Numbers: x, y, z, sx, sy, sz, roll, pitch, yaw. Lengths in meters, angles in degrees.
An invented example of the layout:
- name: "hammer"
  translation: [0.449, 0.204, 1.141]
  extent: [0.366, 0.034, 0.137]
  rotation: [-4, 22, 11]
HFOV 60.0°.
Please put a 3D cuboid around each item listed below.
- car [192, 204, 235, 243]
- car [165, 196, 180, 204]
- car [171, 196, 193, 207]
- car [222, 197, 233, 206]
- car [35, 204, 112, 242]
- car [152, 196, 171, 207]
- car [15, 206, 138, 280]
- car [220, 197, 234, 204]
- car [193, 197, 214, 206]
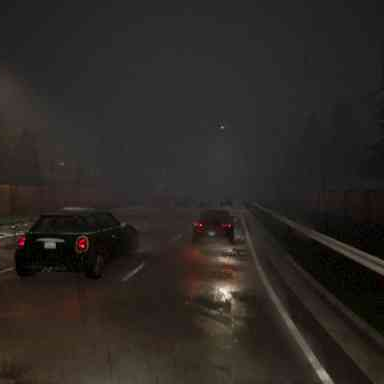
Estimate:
- name: "car"
  translation: [1.113, 1.561, 16.221]
  extent: [1.812, 1.442, 4.674]
  rotation: [1, 0, 7]
- name: "car"
  translation: [-3.698, 1.504, 63.631]
  extent: [2.128, 1.511, 4.902]
  rotation: [1, 0, 7]
- name: "car"
  translation: [-1.565, 1.515, 52.389]
  extent: [1.882, 1.535, 5.008]
  rotation: [1, 0, 7]
- name: "car"
  translation: [6.667, 1.668, 61.928]
  extent: [1.837, 1.490, 4.892]
  rotation: [1, 0, 7]
- name: "car"
  translation: [-5.836, 1.460, 17.064]
  extent: [1.812, 1.442, 4.674]
  rotation: [1, 0, 7]
- name: "car"
  translation: [-5.039, 1.492, 52.819]
  extent: [1.837, 1.490, 4.892]
  rotation: [1, 0, 7]
- name: "car"
  translation: [-3.164, 1.317, 10.126]
  extent: [2.097, 1.767, 4.553]
  rotation: [1, 0, 7]
- name: "car"
  translation: [5.380, 1.643, 51.530]
  extent: [1.837, 1.490, 4.892]
  rotation: [1, 0, 7]
- name: "car"
  translation: [1.907, 1.635, 51.959]
  extent: [2.033, 1.411, 5.357]
  rotation: [1, 0, 7]
